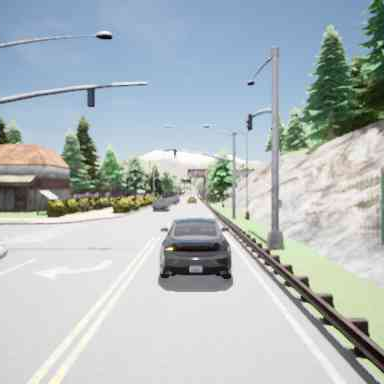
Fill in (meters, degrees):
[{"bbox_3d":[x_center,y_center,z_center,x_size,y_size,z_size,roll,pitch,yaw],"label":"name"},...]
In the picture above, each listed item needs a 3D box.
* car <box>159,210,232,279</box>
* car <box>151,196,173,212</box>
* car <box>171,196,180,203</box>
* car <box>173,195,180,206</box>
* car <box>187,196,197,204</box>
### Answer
[{"bbox_3d":[0.088,1.510,10.000,1.837,1.490,4.892,0,0,0],"label":"car"},{"bbox_3d":[-3.577,1.520,39.045,1.837,1.490,4.892,0,0,0],"label":"car"},{"bbox_3d":[-3.473,1.524,71.060,1.837,1.490,4.892,0,0,0],"label":"car"},{"bbox_3d":[-3.535,1.549,56.550,1.812,1.442,4.674,0,0,0],"label":"car"},{"bbox_3d":[0.025,1.505,64.891,1.882,1.535,5.008,0,0,0],"label":"car"}]
